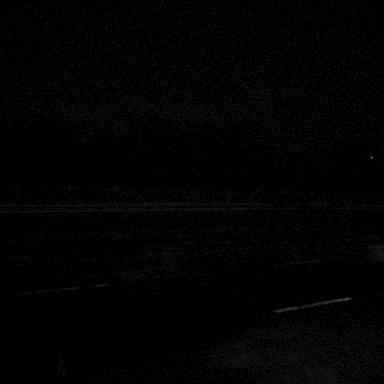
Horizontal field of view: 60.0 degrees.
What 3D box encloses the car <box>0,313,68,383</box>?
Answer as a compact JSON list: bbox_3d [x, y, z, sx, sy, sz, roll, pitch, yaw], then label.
[{"bbox_3d":[-3.389,1.459,2.052,4.902,1.511,2.128,1,0,-25],"label":"car"}]
